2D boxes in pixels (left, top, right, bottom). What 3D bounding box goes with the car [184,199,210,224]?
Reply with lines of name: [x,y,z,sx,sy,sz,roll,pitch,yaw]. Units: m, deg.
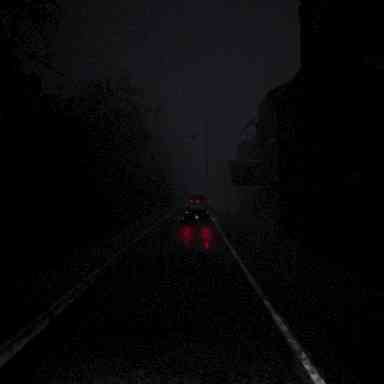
car: [0.365,1.549,25.101,1.812,1.442,4.674,0,0,1]

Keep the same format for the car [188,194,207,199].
car: [0.726,1.276,42.976,2.150,2.045,5.566,0,0,1]
